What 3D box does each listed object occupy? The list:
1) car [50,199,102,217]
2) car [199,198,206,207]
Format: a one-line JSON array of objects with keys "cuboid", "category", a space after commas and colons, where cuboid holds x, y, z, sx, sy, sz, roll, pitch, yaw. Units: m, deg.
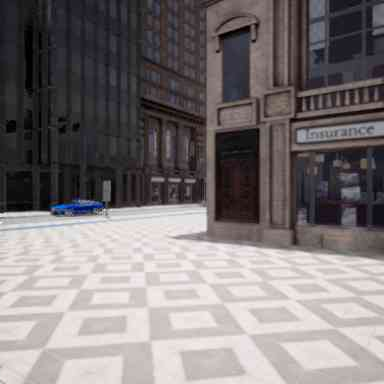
[{"cuboid": [-10.819, 1.475, 31.386, 1.882, 1.535, 5.008, 0, 0, 36], "category": "car"}, {"cuboid": [2.940, 1.457, 50.543, 2.128, 1.511, 4.902, 0, 0, 36], "category": "car"}]
